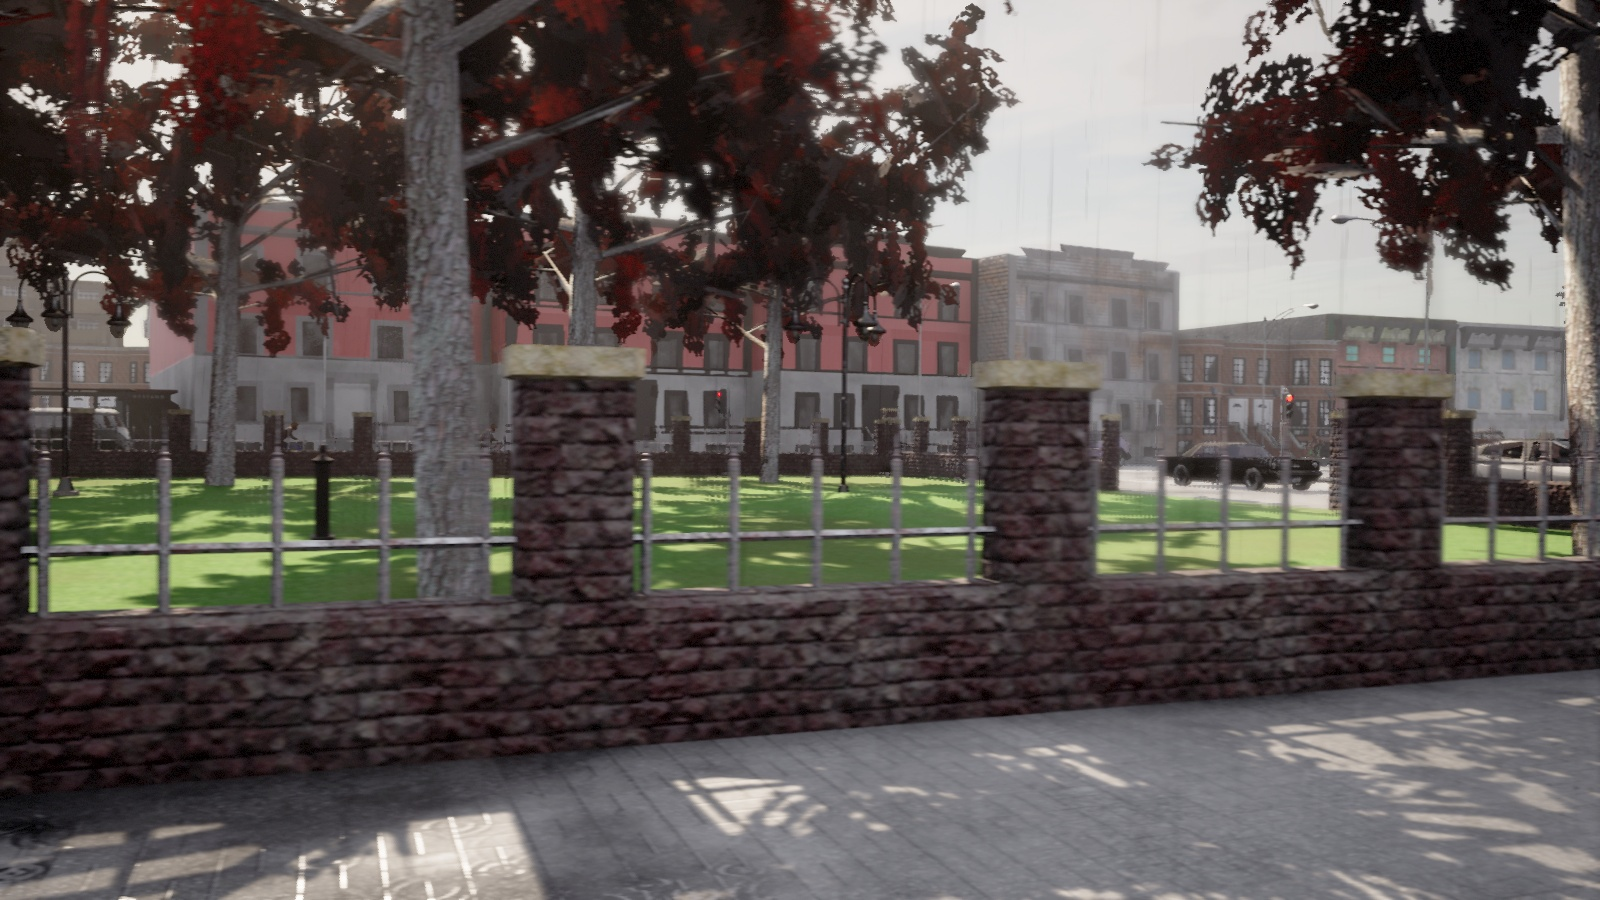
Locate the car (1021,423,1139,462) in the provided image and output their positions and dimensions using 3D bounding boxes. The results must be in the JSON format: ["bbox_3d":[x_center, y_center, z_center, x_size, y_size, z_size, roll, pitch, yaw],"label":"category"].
[{"bbox_3d":[12.682,-0.348,56.889,4.856,1.649,2.033,-1,1,-21],"label":"car"}]

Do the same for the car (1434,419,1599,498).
[{"bbox_3d":[15.889,0.135,26.231,2.007,1.525,4.514,-1,1,-22],"label":"car"}]

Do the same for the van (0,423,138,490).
[{"bbox_3d":[-23.278,0.171,39.137,4.442,1.987,1.775,-1,1,-21],"label":"van"}]

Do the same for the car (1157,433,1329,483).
[{"bbox_3d":[12.396,0.177,35.500,1.895,1.301,4.718,-1,1,-23],"label":"car"}]

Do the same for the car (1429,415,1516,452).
[{"bbox_3d":[34.888,-0.868,65.206,3.866,1.878,1.905,-1,1,-21],"label":"car"}]
